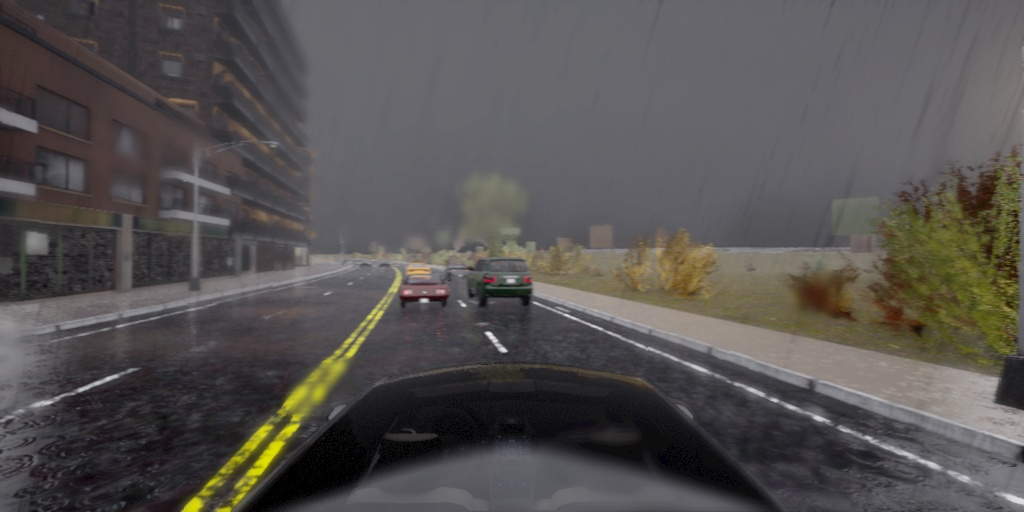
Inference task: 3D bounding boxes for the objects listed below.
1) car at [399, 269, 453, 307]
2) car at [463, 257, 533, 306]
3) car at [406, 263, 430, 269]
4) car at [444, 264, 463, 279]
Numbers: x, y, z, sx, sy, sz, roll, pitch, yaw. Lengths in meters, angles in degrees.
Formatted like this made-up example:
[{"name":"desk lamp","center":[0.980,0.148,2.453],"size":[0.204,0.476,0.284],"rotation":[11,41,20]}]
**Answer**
[{"name":"car","center":[-3.883,1.407,15.772],"size":[1.895,1.301,4.718],"rotation":[1,0,-15]},{"name":"car","center":[-0.714,1.067,16.517],"size":[2.150,2.045,5.566],"rotation":[1,0,-15]},{"name":"car","center":[-8.012,1.337,30.636],"size":[1.882,1.535,5.008],"rotation":[1,0,-16]},{"name":"car","center":[-4.841,1.395,31.364],"size":[2.128,1.511,4.902],"rotation":[1,0,-16]}]
